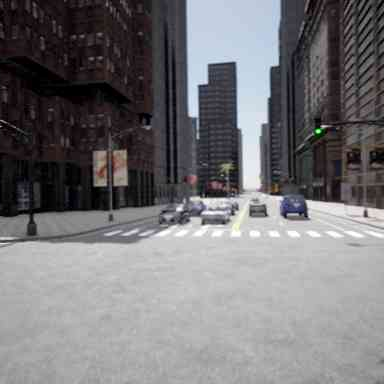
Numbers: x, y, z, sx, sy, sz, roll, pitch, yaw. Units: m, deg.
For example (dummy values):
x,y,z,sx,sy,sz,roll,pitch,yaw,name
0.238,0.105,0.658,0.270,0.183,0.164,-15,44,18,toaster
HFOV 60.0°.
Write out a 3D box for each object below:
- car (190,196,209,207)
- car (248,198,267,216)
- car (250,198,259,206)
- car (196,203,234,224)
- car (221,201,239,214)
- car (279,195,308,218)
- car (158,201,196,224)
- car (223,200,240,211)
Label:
x,y,z,sx,sy,sz,roll,pitch,yaw,name
0.315,1.657,35.982,2.097,1.767,4.553,-1,-1,10,car
6.993,1.691,35.416,2.128,1.511,4.902,-1,-1,10,car
12.466,1.900,66.456,1.837,1.490,4.892,-1,-1,10,car
1.981,1.802,26.982,1.895,1.301,4.718,-1,-1,13,car
3.665,1.820,36.210,1.994,1.385,4.181,-1,-1,11,car
9.625,1.348,31.711,2.150,2.045,5.566,-1,-1,10,car
-1.333,1.742,26.919,2.128,1.511,4.902,-1,-1,10,car
5.473,1.879,45.892,1.994,1.385,4.181,-1,-1,10,car
